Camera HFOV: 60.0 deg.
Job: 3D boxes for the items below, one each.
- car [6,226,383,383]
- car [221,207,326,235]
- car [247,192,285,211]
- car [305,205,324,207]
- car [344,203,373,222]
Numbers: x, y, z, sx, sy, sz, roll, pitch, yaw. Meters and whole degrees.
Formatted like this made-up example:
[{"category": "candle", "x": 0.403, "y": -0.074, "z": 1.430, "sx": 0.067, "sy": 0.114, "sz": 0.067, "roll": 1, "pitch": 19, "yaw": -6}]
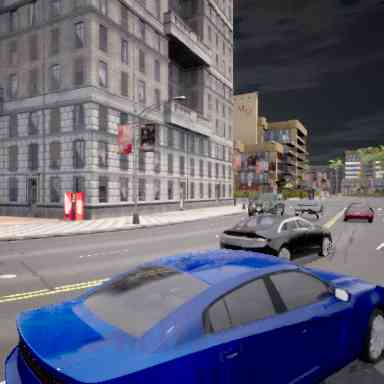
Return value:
[{"category": "car", "x": 0.589, "y": 1.475, "z": 4.075, "sx": 5.008, "sy": 1.535, "sz": 1.882, "roll": 0, "pitch": 0, "yaw": -38}, {"category": "car", "x": 2.916, "y": 1.486, "z": 10.952, "sx": 2.128, "sy": 1.511, "sz": 4.902, "roll": 0, "pitch": 0, "yaw": 44}, {"category": "car", "x": 6.553, "y": 1.014, "z": 28.748, "sx": 2.150, "sy": 2.045, "sz": 5.566, "roll": 0, "pitch": 0, "yaw": 27}, {"category": "car", "x": 9.672, "y": 1.243, "z": 27.160, "sx": 2.033, "sy": 1.411, "sz": 5.357, "roll": 0, "pitch": 0, "yaw": 27}, {"category": "car", "x": 13.384, "y": 1.552, "z": 26.671, "sx": 1.994, "sy": 1.385, "sz": 4.181, "roll": 0, "pitch": 0, "yaw": 29}]
